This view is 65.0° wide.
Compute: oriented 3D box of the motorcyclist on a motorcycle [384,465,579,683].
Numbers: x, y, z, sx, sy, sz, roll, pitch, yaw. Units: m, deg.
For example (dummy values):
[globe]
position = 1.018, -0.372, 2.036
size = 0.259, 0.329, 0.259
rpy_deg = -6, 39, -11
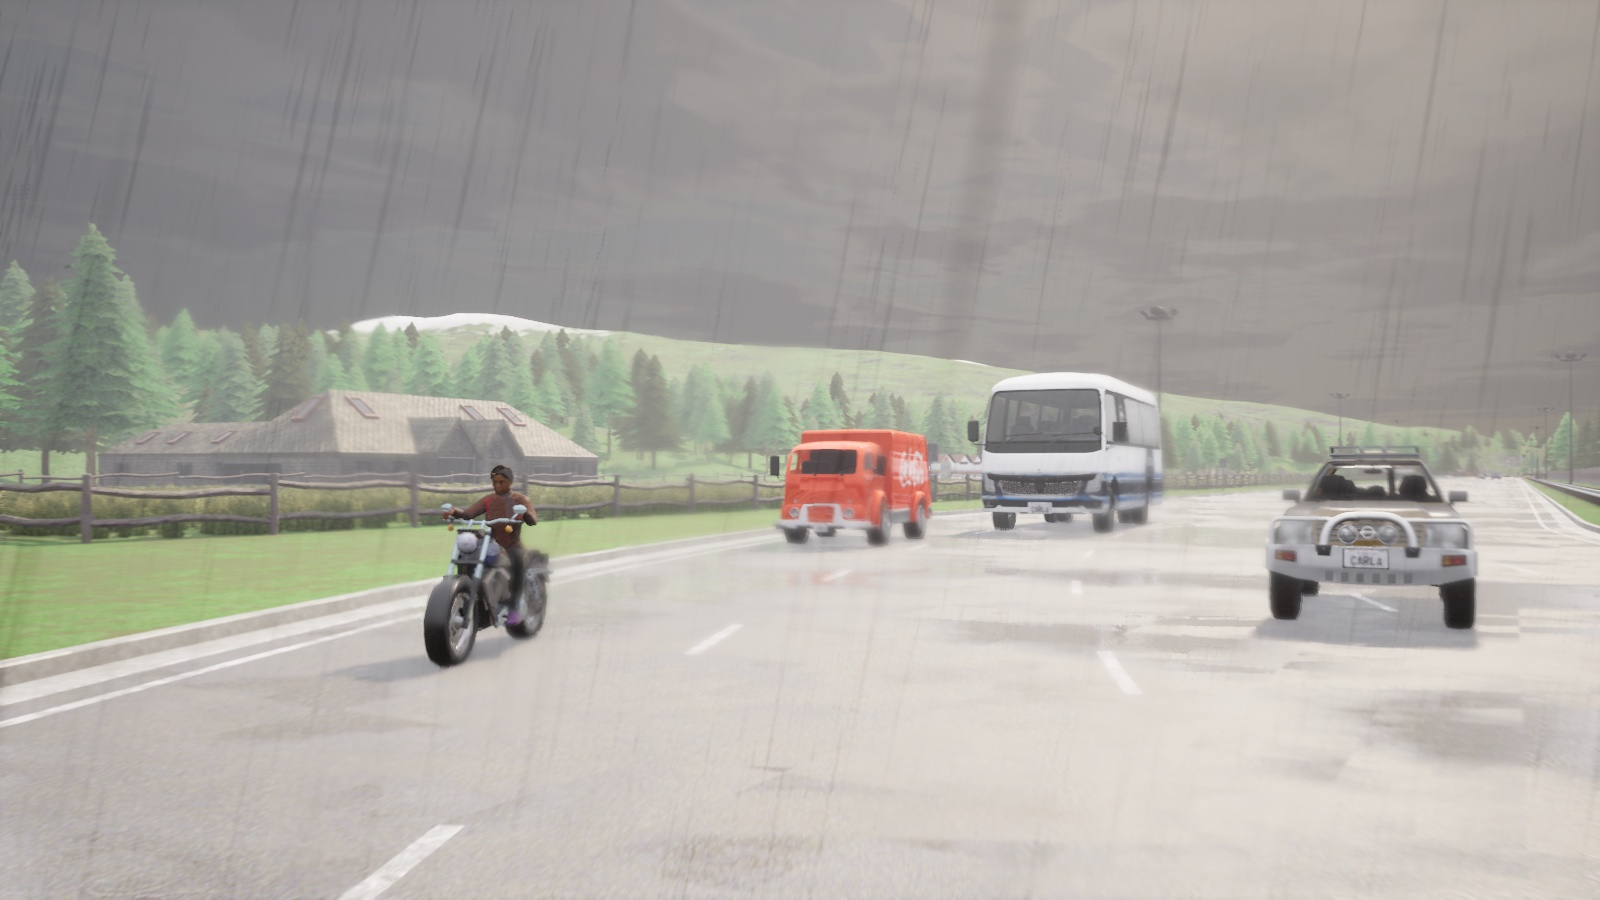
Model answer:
[motorcyclist on a motorcycle]
position = -2.637, 0.953, 10.746
size = 0.766, 1.649, 2.350
rpy_deg = 0, -1, 8

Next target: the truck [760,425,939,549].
[truck]
position = 1.254, 0.791, 27.859
size = 2.627, 2.467, 5.204
rpy_deg = -1, -1, 18

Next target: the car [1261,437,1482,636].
[car]
position = 6.523, 0.849, 14.246
size = 1.932, 1.855, 4.605
rpy_deg = -1, -1, 26

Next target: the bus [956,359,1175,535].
[bus]
position = 7.910, 0.012, 35.811
size = 3.944, 4.253, 10.273
rpy_deg = -1, -1, 24
